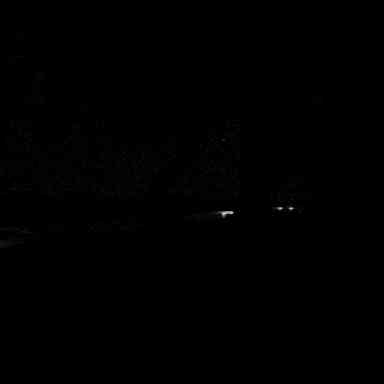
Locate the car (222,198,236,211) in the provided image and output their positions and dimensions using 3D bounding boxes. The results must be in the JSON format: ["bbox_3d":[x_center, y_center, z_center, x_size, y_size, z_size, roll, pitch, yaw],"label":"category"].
[{"bbox_3d":[4.949,1.386,36.360,1.994,1.385,4.181,-1,-1,36],"label":"car"}]

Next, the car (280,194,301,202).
[{"bbox_3d":[14.650,0.953,49.573,2.097,1.767,4.553,-1,-1,36],"label":"car"}]
